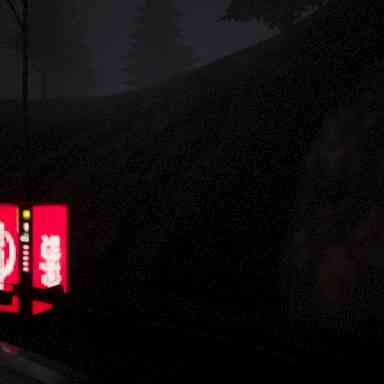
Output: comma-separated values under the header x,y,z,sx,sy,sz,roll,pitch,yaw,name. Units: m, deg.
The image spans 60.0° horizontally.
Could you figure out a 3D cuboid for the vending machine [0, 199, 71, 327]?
x,y,z,sx,sy,sz,roll,pitch,yaw,name
-3.006,1.194,6.228,0.880,2.100,1.100,0,0,29,vending machine
